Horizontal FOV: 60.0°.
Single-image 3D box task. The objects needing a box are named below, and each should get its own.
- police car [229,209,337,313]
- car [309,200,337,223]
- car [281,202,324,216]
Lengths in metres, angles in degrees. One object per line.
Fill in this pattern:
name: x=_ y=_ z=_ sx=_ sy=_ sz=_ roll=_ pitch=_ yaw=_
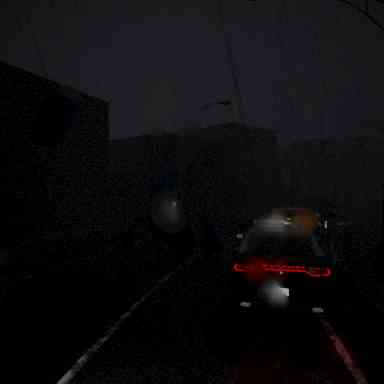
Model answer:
police car: x=2.048 y=1.428 z=7.952 sx=1.930 sy=1.638 sz=5.238 roll=0 pitch=0 yaw=13
car: x=8.033 y=1.537 z=21.451 sx=1.837 sy=1.490 sz=4.892 roll=1 pitch=0 yaw=34
car: x=5.189 y=1.493 z=16.621 sx=1.882 sy=1.535 sz=5.008 roll=1 pitch=0 yaw=26
